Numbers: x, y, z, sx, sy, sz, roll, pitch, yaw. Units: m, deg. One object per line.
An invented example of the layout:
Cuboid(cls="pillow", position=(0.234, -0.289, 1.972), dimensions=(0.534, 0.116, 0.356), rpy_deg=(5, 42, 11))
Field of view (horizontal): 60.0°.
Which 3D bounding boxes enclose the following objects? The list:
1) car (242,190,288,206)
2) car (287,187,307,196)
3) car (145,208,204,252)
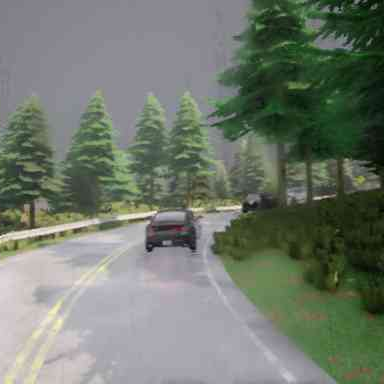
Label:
Cuboid(cls="car", position=(6.267, 0.841, 29.346), dimensions=(2.097, 1.767, 4.553), rpy_deg=(-5, -1, 39))
Cuboid(cls="car", position=(12.316, 0.519, 40.525), dimensions=(5.566, 2.045, 2.150), rpy_deg=(-3, -2, -44))
Cuboid(cls="car", position=(-0.642, 1.427, 13.610), dimensions=(1.837, 1.490, 4.892), rpy_deg=(-2, 1, 5))
